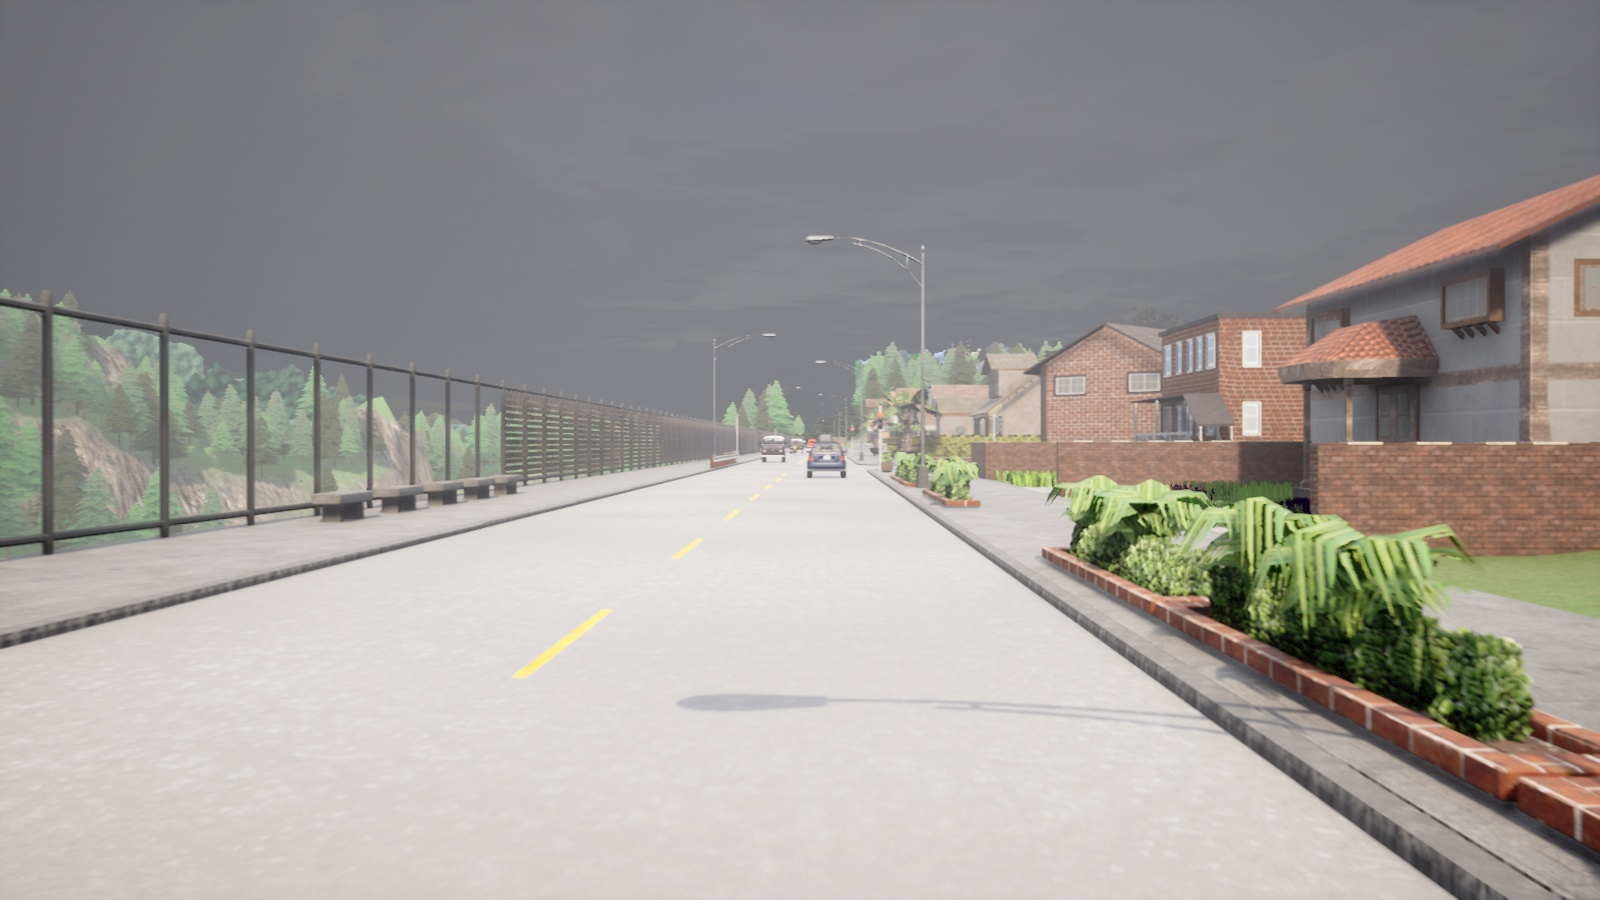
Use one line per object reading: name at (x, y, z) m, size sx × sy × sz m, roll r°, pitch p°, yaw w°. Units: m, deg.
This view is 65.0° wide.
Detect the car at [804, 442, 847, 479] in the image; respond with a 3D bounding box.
car at (1.102, 0.421, 54.099) m, size 1.789 × 1.549 × 3.705 m, roll 0°, pitch 0°, yaw 1°

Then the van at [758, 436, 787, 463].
van at (-2.062, -0.073, 95.861) m, size 2.069 × 2.038 × 4.480 m, roll 0°, pitch 0°, yaw 1°
